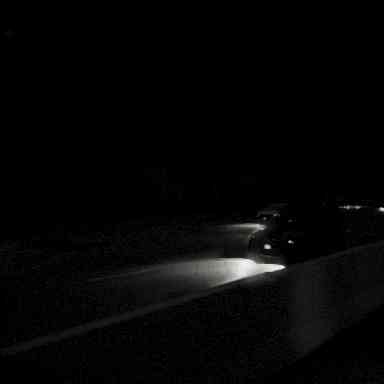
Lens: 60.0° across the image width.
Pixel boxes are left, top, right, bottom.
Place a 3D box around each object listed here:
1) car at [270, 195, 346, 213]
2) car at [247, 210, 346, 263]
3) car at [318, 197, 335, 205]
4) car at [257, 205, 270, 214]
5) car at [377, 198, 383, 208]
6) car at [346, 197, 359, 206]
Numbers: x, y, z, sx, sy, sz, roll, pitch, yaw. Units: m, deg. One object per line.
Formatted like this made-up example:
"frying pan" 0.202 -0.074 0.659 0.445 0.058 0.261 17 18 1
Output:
"car" 7.254 1.241 20.329 2.150 2.045 5.566 0 0 42
"car" 3.874 1.571 12.057 4.181 1.385 1.994 0 0 -43
"car" 24.982 1.643 62.028 2.128 1.511 4.902 -1 0 13
"car" 6.538 1.564 24.863 1.812 1.442 4.674 0 0 40
"car" 28.037 1.599 47.989 1.994 1.385 4.181 -1 0 21
"car" 27.488 1.570 57.573 1.882 1.535 5.008 0 0 16
